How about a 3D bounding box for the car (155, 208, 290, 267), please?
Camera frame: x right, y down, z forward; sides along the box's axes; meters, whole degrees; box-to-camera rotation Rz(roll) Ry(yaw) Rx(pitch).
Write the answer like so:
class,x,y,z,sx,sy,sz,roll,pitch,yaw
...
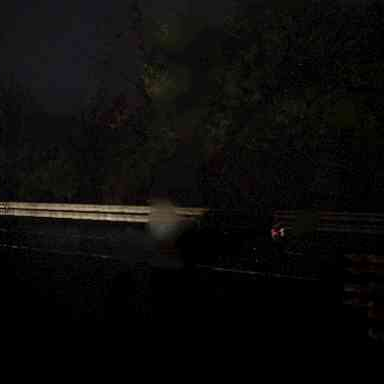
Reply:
class,x,y,z,sx,sy,sz,roll,pitch,yaw
car,0.987,1.350,11.599,4.553,1.767,2.097,0,0,24
